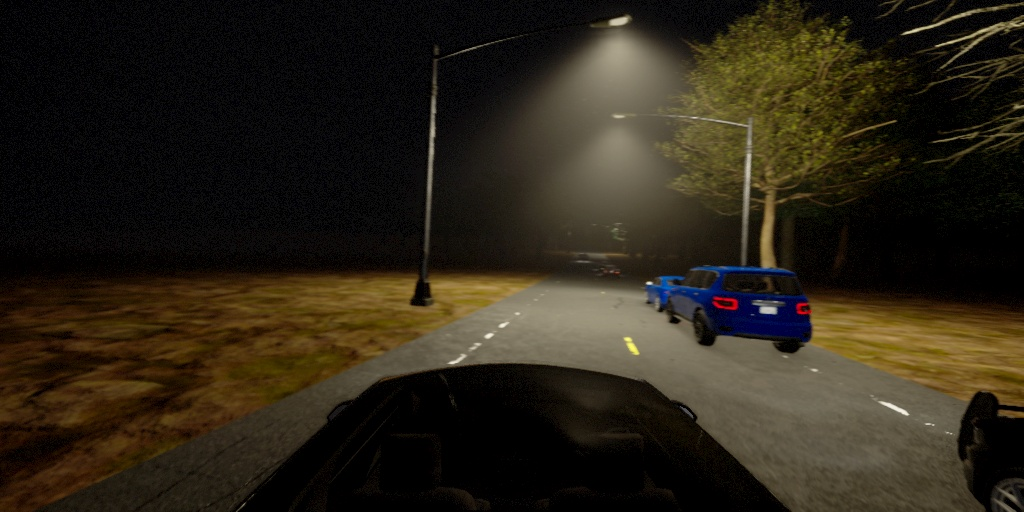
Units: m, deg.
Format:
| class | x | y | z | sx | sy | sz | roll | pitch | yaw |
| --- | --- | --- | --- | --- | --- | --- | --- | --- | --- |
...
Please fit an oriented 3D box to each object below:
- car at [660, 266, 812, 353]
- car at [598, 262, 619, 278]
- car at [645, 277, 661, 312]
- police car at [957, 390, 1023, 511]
| class | x | y | z | sx | sy | sz | roll | pitch | yaw |
| --- | --- | --- | --- | --- | --- | --- | --- | --- | --- |
| car | 6.157 | 1.324 | 10.487 | 2.150 | 2.045 | 5.566 | 3 | 0 | 12 |
| car | 11.702 | 1.824 | 42.570 | 2.033 | 1.411 | 5.357 | 3 | 1 | 13 |
| car | 7.347 | 1.659 | 16.335 | 1.882 | 1.535 | 5.008 | 3 | 0 | 12 |
| police car | 4.155 | 1.357 | 0.773 | 1.930 | 1.638 | 5.238 | 3 | -1 | 12 |
